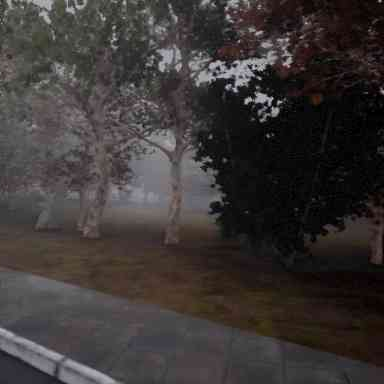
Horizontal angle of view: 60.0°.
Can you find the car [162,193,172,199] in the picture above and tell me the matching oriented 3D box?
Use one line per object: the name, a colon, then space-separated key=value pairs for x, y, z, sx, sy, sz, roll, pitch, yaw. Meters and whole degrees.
car: x=-6.092 y=0.952 z=95.073 sx=2.435 sy=2.045 sz=5.566 roll=6 pitch=2 yaw=40
